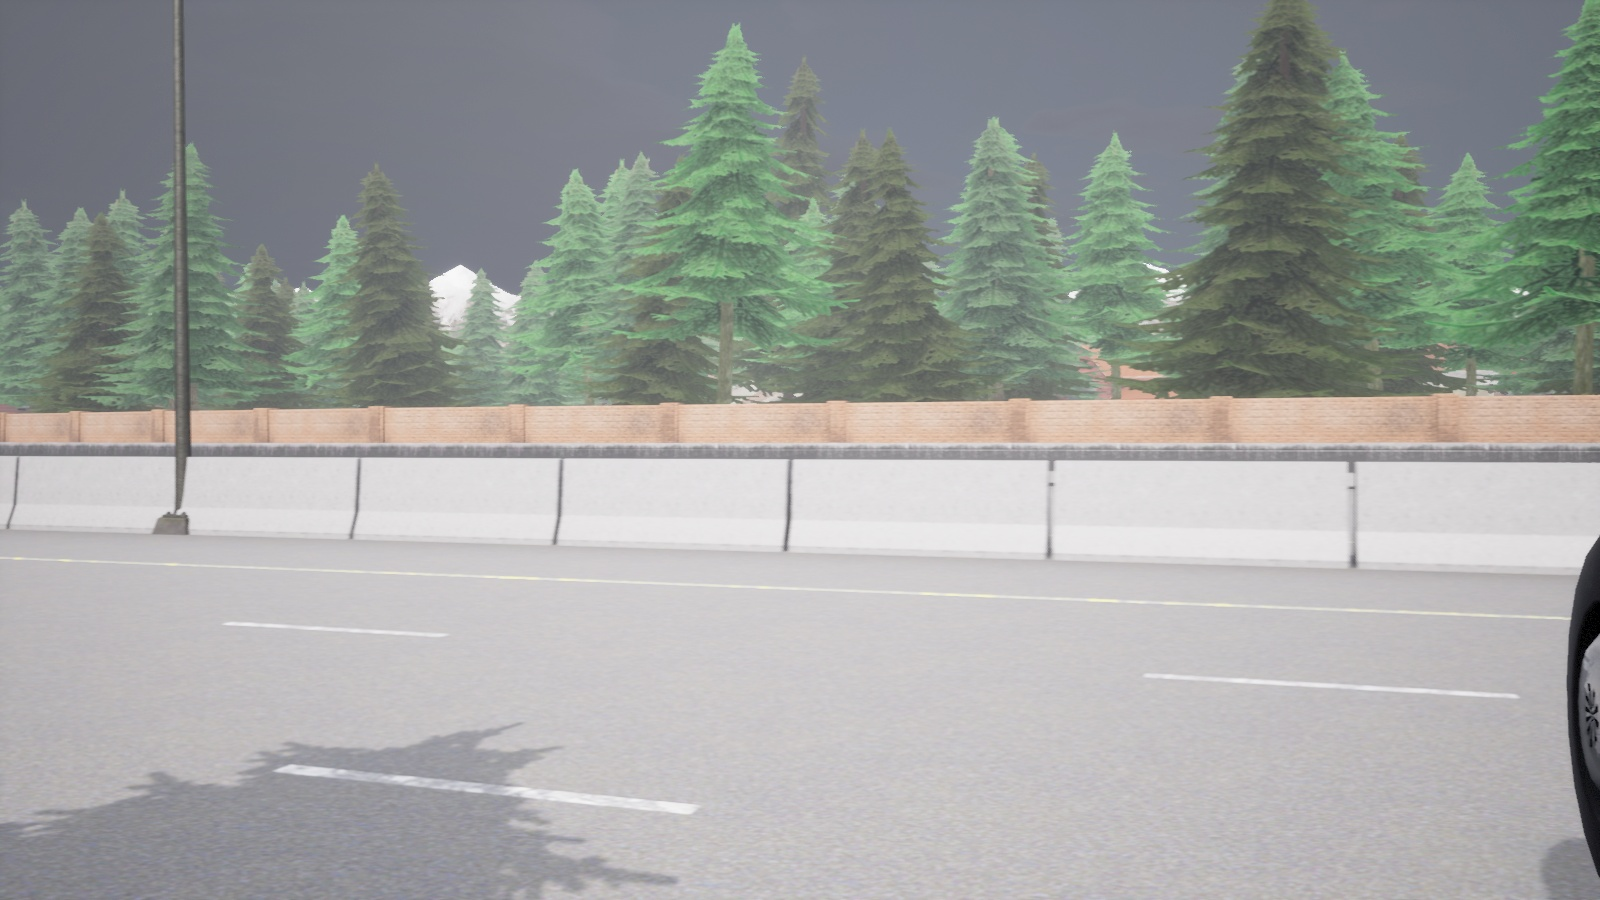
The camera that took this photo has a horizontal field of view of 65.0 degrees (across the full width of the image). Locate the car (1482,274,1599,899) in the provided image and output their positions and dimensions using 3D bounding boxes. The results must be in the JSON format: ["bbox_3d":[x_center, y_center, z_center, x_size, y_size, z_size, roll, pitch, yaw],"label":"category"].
[{"bbox_3d":[3.463,0.603,2.025,3.866,1.878,1.905,1,1,19],"label":"car"}]
